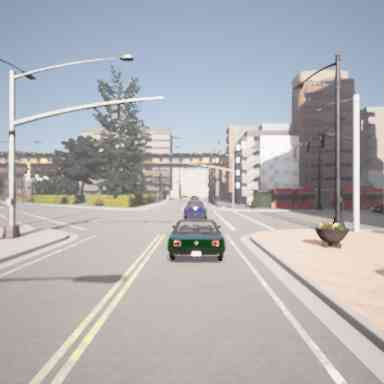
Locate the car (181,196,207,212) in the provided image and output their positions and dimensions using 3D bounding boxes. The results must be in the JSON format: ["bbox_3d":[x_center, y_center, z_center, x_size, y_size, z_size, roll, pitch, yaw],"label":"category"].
[{"bbox_3d":[0.303,1.538,31.806,2.097,1.767,4.553,0,0,0],"label":"car"}]

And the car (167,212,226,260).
[{"bbox_3d":[0.161,1.665,12.710,1.895,1.301,4.718,0,0,1],"label":"car"}]

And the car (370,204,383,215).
[{"bbox_3d":[23.568,1.932,39.166,4.902,1.511,2.128,1,0,0],"label":"car"}]
